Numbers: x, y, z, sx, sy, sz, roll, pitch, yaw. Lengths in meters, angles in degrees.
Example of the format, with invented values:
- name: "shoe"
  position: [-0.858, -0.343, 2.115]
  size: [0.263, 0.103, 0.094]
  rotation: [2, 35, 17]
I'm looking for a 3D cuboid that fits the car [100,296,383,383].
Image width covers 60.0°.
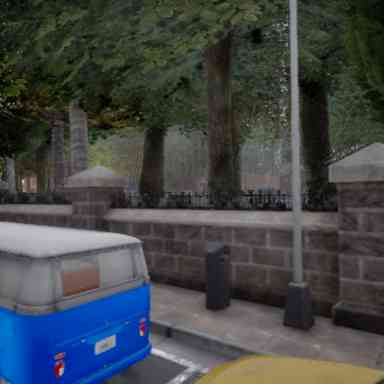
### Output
- name: "car"
  position: [1.893, 1.523, 1.473]
  size: [4.829, 1.417, 1.752]
  rotation: [0, -1, 36]

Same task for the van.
- name: "van"
  position: [-2.404, 1.356, 4.540]
  size: [3.998, 1.788, 1.690]
  rotation: [0, -1, 36]
